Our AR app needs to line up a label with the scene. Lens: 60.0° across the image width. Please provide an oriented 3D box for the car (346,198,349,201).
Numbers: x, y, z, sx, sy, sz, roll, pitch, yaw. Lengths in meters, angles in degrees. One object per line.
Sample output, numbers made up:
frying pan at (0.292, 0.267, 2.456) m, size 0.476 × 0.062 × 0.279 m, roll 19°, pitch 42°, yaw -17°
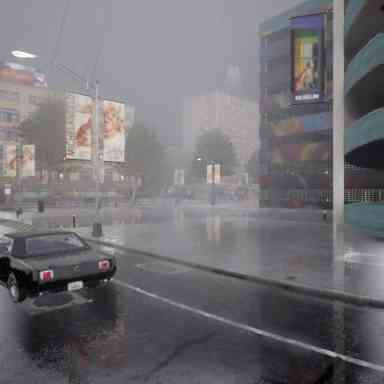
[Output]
car at (23.629, 1.413, 53.837) m, size 4.786 × 1.482 × 2.161 m, roll 0°, pitch 0°, yaw -42°

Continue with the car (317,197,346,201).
car at (17.393, 1.320, 42.573) m, size 4.674 × 1.452 × 2.002 m, roll 0°, pitch 0°, yaw -42°

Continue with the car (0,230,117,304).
car at (-3.902, 1.601, 8.281) m, size 1.895 × 1.301 × 4.718 m, roll 0°, pitch 0°, yaw -45°
